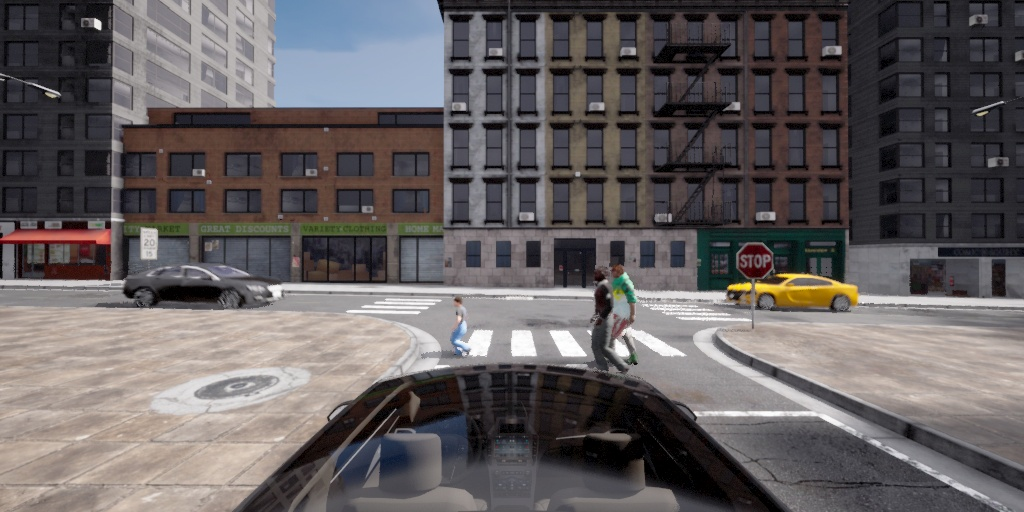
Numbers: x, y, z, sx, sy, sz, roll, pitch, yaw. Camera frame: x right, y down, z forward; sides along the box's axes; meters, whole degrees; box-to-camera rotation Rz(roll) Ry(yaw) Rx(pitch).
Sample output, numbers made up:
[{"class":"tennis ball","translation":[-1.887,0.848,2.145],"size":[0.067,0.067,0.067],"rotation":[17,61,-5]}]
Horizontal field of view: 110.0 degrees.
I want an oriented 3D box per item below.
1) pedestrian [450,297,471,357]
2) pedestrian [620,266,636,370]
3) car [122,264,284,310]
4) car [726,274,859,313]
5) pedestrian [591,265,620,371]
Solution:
[{"class":"pedestrian","translation":[-0.992,1.326,7.121],"size":[0.375,1.300,0.375],"rotation":[0,0,0]},{"class":"pedestrian","translation":[1.960,1.044,6.529],"size":[0.375,1.860,0.375],"rotation":[0,0,0]},{"class":"car","translation":[-10.847,1.045,12.812],"size":[4.902,1.511,2.128],"rotation":[1,0,0]},{"class":"car","translation":[12.120,1.540,15.688],"size":[5.008,1.535,1.882],"rotation":[1,0,0]},{"class":"pedestrian","translation":[1.502,1.044,5.926],"size":[0.375,1.860,0.375],"rotation":[0,0,0]}]
